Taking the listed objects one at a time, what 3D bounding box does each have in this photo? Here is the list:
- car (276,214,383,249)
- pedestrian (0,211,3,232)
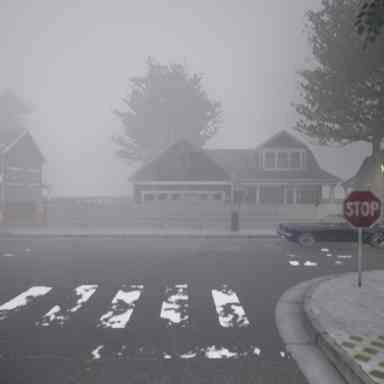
[{"bbox_3d":[6.072,1.608,14.097,4.718,1.301,1.895,0,1,-1],"label":"car"},{"bbox_3d":[-9.774,1.332,16.841,0.375,1.300,0.375,0,0,-1],"label":"pedestrian"}]
